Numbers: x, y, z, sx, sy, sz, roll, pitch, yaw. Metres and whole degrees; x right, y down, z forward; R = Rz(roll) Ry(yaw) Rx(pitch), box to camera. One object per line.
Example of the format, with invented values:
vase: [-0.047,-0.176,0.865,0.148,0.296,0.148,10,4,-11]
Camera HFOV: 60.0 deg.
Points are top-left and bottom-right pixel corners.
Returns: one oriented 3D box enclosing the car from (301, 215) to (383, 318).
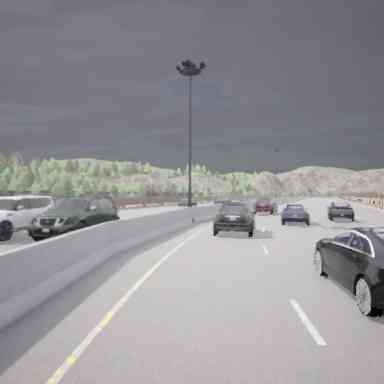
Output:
car: [4.145,1.515,7.349,2.128,1.511,4.902,0,0,5]

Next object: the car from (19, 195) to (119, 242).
car: [-5.430,1.211,16.172,2.150,2.045,5.566,0,0,10]

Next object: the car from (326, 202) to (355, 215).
car: [12.408,1.580,27.881,2.128,1.511,4.902,0,0,20]

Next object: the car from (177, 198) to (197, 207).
car: [-0.730,1.655,52.341,1.812,1.442,4.674,0,0,22]

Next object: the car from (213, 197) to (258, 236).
car: [2.481,1.381,18.830,2.097,1.767,4.553,0,0,12]

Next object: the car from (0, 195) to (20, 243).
car: [-8.915,1.196,16.491,2.150,2.045,5.566,0,0,10]

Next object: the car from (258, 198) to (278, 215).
car: [7.987,1.450,35.909,2.097,1.767,4.553,0,0,21]

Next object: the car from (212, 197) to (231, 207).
car: [5.180,1.660,57.564,1.882,1.535,5.008,0,0,22]

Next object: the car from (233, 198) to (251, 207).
car: [8.599,1.757,56.684,1.994,1.385,4.181,0,0,23]

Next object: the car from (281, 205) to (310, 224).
car: [7.779,1.627,25.029,1.994,1.385,4.181,0,0,17]
